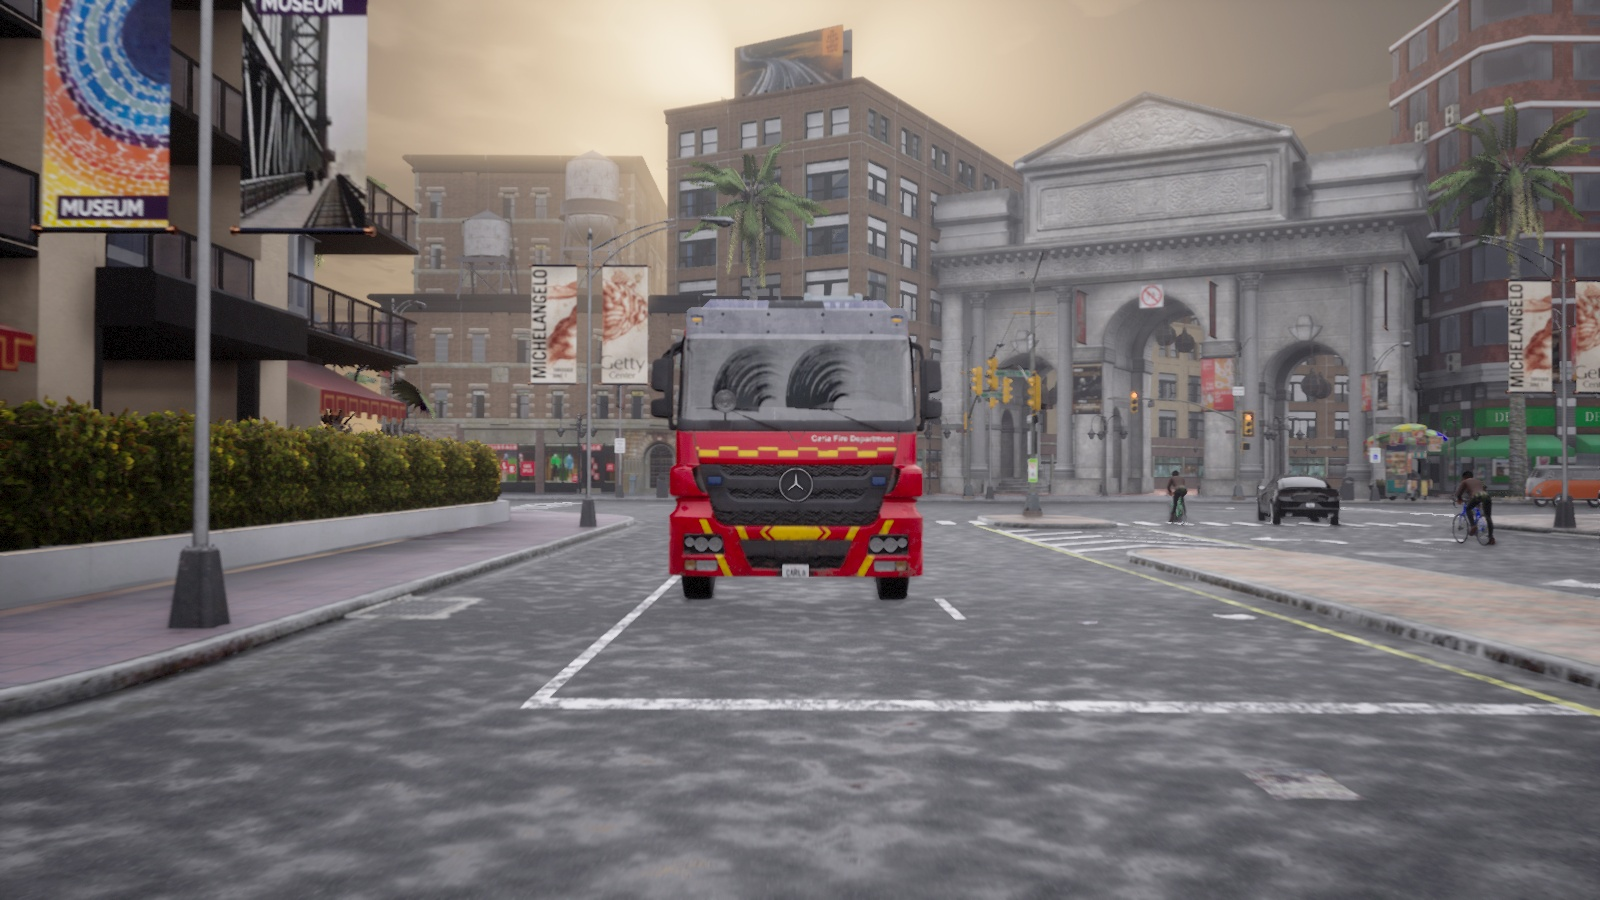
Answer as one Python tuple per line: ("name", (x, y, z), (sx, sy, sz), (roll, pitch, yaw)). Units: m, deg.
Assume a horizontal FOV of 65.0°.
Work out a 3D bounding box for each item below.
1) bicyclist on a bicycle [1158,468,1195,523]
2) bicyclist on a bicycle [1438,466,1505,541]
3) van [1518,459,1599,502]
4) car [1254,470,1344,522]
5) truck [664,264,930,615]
("bicyclist on a bicycle", (11.388, 1.359, 38.009), (0.582, 1.620, 1.656), (0, -1, -1))
("bicyclist on a bicycle", (14.928, 1.176, 27.953), (0.582, 1.620, 1.656), (0, -1, 0))
("van", (36.656, 1.414, 59.320), (4.442, 1.987, 1.775), (0, -1, 0))
("car", (15.701, 1.396, 39.772), (1.882, 1.535, 5.008), (-1, -1, 13))
("truck", (-0.051, -0.049, 17.946), (2.891, 3.827, 8.468), (0, -1, 0))
